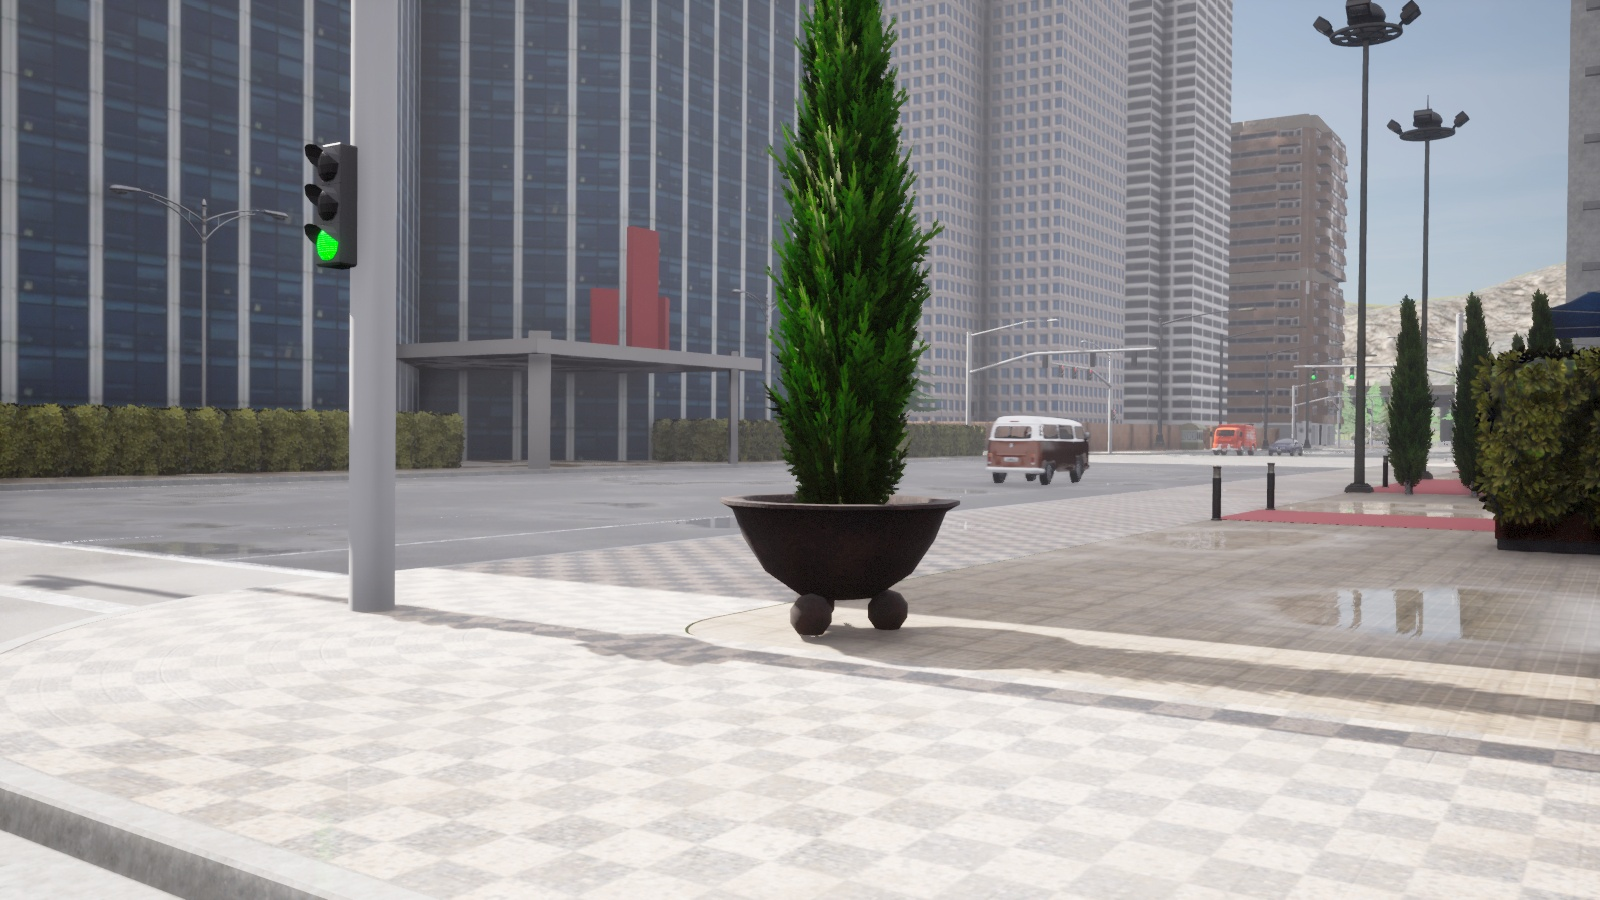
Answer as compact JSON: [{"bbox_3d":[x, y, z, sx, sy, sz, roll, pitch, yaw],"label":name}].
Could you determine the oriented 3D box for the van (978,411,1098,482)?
[{"bbox_3d":[7.353,-0.137,38.450,2.069,2.038,4.480,0,1,33],"label":"van"}]
